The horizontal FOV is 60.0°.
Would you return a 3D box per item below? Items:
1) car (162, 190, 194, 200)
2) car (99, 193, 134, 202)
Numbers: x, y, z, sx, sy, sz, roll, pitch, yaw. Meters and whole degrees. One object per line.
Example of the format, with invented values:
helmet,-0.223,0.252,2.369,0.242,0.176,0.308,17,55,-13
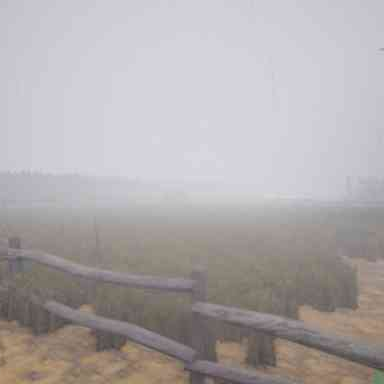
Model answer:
car,-1.971,0.707,47.322,2.150,2.045,5.566,1,1,35
car,-9.556,0.919,42.102,2.128,1.511,4.902,1,1,36
